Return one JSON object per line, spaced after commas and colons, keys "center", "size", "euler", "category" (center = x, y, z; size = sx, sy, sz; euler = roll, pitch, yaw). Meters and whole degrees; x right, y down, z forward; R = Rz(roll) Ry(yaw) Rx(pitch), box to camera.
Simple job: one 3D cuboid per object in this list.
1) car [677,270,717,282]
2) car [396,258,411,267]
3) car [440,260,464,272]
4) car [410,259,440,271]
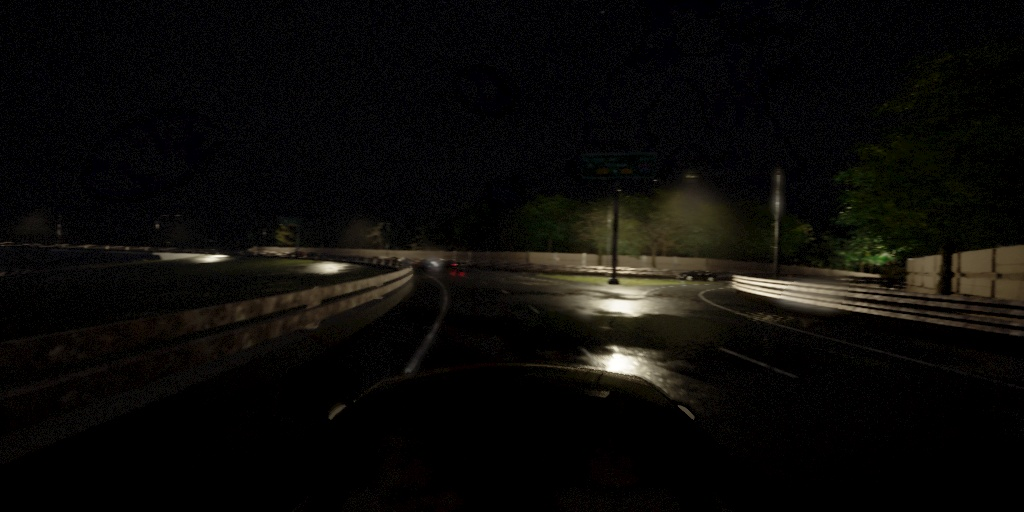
{"center": [24.224, 2.569, 47.064], "size": [4.892, 1.490, 1.837], "euler": [2, 0, -3], "category": "car"}
{"center": [-16.150, 1.085, 54.769], "size": [2.033, 1.411, 5.357], "euler": [2, -1, -35], "category": "car"}
{"center": [-8.003, 1.283, 47.640], "size": [2.128, 1.511, 4.902], "euler": [2, 0, -30], "category": "car"}
{"center": [-11.213, 1.224, 46.238], "size": [1.994, 1.385, 4.181], "euler": [2, 0, -30], "category": "car"}
